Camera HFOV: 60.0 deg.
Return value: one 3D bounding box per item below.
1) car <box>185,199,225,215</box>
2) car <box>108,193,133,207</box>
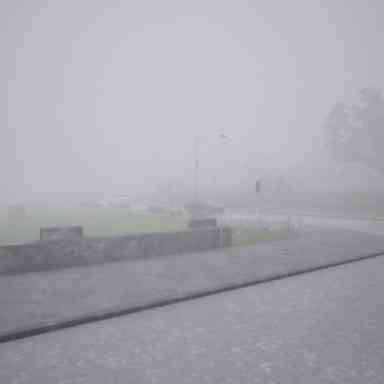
[{"bbox_3d":[1.235,1.459,33.417,1.882,1.535,5.008,0,0,-35],"label":"car"},{"bbox_3d":[-10.938,1.204,50.617,2.150,2.045,5.566,0,0,-35],"label":"car"}]
